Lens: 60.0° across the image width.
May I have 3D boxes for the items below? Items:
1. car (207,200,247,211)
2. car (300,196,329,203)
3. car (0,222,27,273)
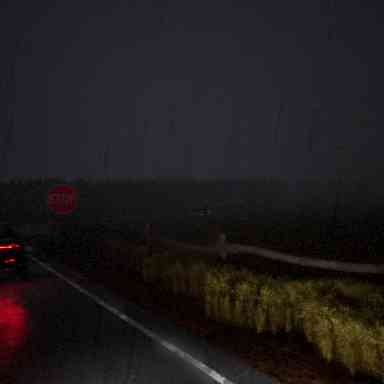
[{"bbox_3d":[3.856,1.629,37.231,5.357,1.411,2.033,-2,0,-36],"label":"car"},{"bbox_3d":[15.693,1.221,42.165,4.902,1.511,2.128,-2,0,-38],"label":"car"},{"bbox_3d":[-6.647,1.731,10.634,1.837,1.490,4.892,-1,-1,-37],"label":"car"}]
